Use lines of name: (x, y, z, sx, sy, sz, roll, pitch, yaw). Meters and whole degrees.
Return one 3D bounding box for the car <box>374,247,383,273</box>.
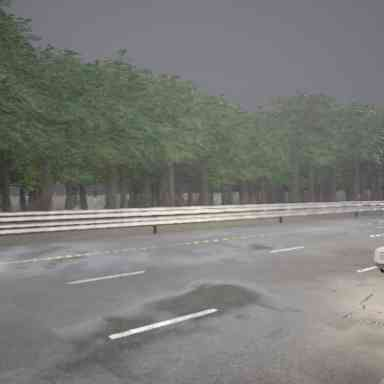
car: (6.860, 1.600, 8.764, 4.718, 1.301, 1.895, 0, 0, -36)
